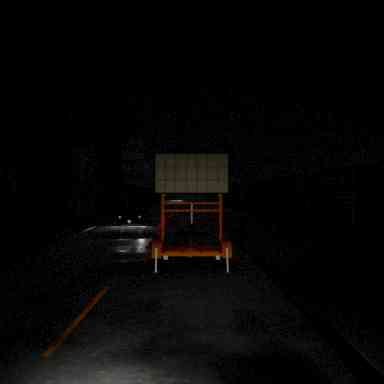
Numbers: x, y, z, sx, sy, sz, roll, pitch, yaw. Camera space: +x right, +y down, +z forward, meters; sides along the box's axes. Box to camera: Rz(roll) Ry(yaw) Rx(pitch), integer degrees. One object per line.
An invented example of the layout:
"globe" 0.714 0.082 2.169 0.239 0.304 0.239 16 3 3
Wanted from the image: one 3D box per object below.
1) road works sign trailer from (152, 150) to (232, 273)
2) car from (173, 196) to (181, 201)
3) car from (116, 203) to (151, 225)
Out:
"road works sign trailer" -0.007 0.464 10.646 2.380 3.560 2.880 0 0 0
"car" -4.056 1.600 89.269 1.895 1.301 4.718 0 0 0
"car" -4.115 1.547 24.479 2.033 1.411 5.357 0 0 0
